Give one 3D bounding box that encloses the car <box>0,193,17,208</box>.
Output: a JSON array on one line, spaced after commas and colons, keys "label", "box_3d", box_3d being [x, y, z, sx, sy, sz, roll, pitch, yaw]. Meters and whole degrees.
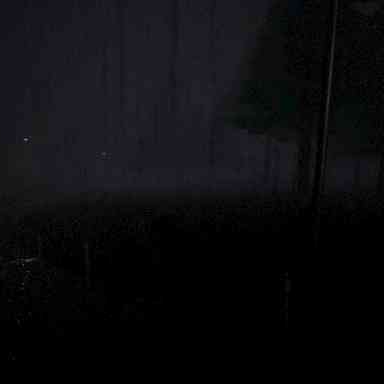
[{"label": "car", "box_3d": [-20.409, 0.835, 34.935, 2.033, 1.411, 5.357, 4, 2, -6]}]
